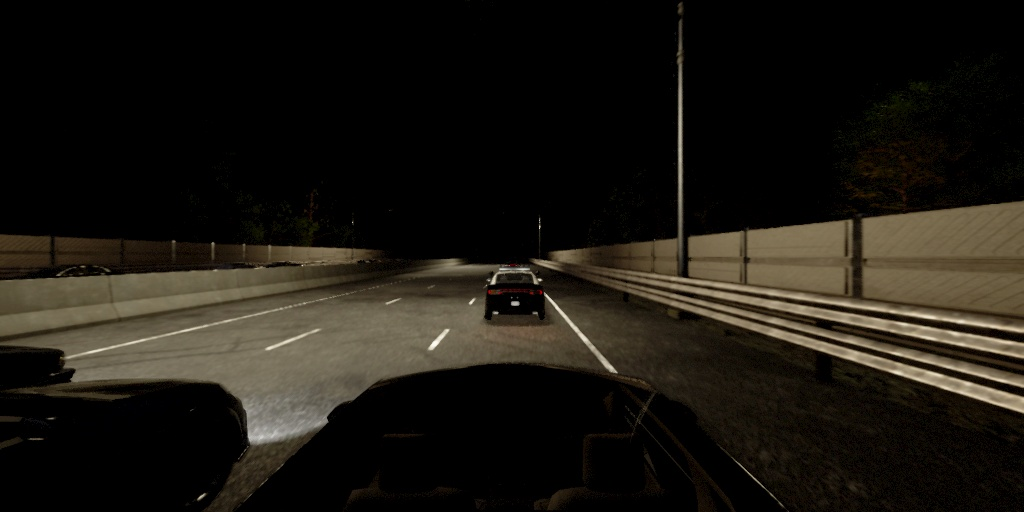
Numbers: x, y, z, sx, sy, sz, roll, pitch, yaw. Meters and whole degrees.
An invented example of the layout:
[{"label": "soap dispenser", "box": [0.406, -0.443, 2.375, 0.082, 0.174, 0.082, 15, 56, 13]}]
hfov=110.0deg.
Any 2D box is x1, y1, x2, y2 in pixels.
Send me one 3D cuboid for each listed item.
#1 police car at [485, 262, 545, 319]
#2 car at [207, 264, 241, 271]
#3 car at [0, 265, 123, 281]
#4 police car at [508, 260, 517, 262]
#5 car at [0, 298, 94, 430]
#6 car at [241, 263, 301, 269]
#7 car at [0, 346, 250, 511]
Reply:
[{"label": "police car", "box": [0.095, 1.179, 13.021, 1.930, 1.638, 5.238, 0, 0, 0]}, {"label": "car", "box": [-21.106, 1.307, 27.018, 2.033, 1.411, 5.357, 0, 0, 0]}, {"label": "car", "box": [-24.603, 1.262, 19.825, 1.837, 1.490, 4.892, 0, 0, 0]}, {"label": "police car", "box": [0.088, 1.270, 44.000, 2.038, 1.542, 4.974, 0, 0, 0]}, {"label": "car", "box": [-6.902, 1.298, 2.366, 2.033, 1.411, 5.357, 0, 0, 0]}, {"label": "car", "box": [-17.604, 1.264, 27.203, 1.837, 1.490, 4.892, 0, 0, 0]}, {"label": "car", "box": [-3.401, 1.314, 1.562, 1.994, 1.385, 4.181, 0, 0, 0]}]
